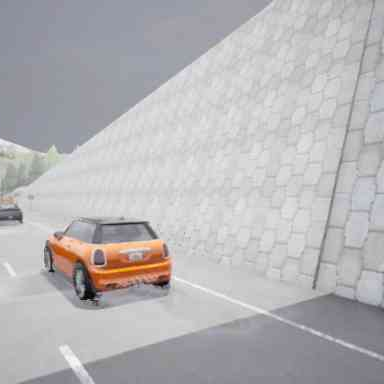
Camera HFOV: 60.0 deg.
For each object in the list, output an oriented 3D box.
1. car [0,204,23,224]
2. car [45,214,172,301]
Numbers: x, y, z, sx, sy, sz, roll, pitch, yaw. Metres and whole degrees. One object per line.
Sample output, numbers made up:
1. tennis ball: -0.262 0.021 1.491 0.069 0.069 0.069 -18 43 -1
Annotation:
1. car: -14.695 1.682 26.385 2.128 1.511 4.902 0 -1 -35
2. car: -2.436 1.417 8.903 2.097 1.767 4.553 0 0 -35
